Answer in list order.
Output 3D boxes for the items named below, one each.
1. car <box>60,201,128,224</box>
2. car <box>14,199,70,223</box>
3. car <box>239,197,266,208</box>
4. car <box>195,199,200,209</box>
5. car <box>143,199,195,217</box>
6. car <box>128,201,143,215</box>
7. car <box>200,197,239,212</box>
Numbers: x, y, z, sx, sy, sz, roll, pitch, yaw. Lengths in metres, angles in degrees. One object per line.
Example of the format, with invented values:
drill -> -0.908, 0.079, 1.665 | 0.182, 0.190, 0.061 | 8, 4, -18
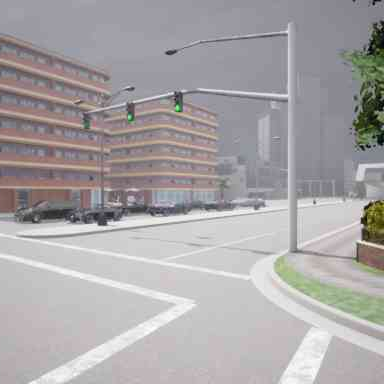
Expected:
car -> -7.249, 1.564, 24.926 | 1.994, 1.385, 4.181 | 0, 0, 36
car -> -11.107, 1.352, 25.582 | 2.097, 1.767, 4.553 | 0, 0, 36
car -> 8.854, 1.527, 46.988 | 1.812, 1.442, 4.674 | 0, 1, 36
car -> -0.199, 1.547, 40.549 | 2.033, 1.411, 5.357 | 0, 0, 36
car -> -2.091, 1.601, 32.005 | 1.895, 1.301, 4.718 | 0, 0, 36
car -> -5.838, 1.601, 32.813 | 1.895, 1.301, 4.718 | 0, 0, 36
car -> 3.305, 1.601, 39.412 | 1.895, 1.301, 4.718 | 0, 0, 36
